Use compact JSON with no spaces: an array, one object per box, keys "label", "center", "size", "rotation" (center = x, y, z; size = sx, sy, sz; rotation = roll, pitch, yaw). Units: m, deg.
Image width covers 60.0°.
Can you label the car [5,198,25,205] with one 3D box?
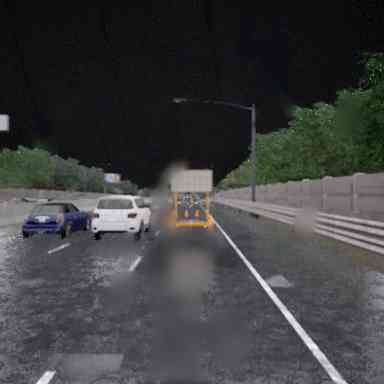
[{"label":"car","center":[-24.622,1.646,47.224],"size":[1.837,1.490,4.892],"rotation":[0,0,0]}]

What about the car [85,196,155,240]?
[{"label":"car","center":[-3.416,1.200,17.054],"size":[2.150,2.045,5.566],"rotation":[0,0,0]}]

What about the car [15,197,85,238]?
[{"label":"car","center":[-6.917,1.330,17.482],"size":[2.097,1.767,4.553],"rotation":[0,0,0]}]

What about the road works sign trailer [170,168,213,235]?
[{"label":"road works sign trailer","center":[-0.014,0.443,18.784],"size":[2.380,3.560,2.880],"rotation":[0,0,0]}]

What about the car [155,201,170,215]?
[{"label":"car","center":[-3.433,1.609,34.897],"size":[1.994,1.385,4.181],"rotation":[0,0,0]}]

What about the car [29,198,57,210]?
[{"label":"car","center":[-21.125,1.668,47.290],"size":[1.812,1.442,4.674],"rotation":[0,0,0]}]

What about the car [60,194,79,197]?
[{"label":"car","center":[-17.628,1.363,47.144],"size":[2.150,2.045,5.566],"rotation":[0,0,0]}]
